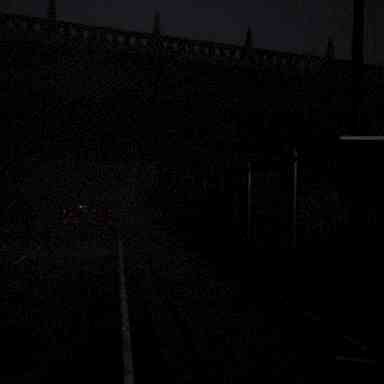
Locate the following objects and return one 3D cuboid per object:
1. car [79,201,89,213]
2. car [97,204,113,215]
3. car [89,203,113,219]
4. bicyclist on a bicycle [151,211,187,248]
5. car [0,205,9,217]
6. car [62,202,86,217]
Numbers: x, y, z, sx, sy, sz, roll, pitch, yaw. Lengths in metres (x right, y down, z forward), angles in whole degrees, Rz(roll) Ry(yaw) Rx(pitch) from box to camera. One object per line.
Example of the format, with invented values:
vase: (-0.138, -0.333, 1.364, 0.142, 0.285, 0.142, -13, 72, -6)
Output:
car: (-16.241, 2.175, 49.070, 2.097, 1.767, 4.553, 2, -2, -13)
car: (-12.742, 2.471, 49.062, 2.033, 1.411, 5.357, 2, -1, -12)
car: (-10.189, 2.068, 38.008, 2.097, 1.767, 4.553, 2, -2, -12)
bicyclist on a bicycle: (-1.011, 1.695, 14.898, 1.656, 1.620, 0.582, 2, -1, -13)
car: (-19.936, 1.912, 33.005, 1.895, 1.301, 4.718, 2, -1, -12)
car: (-14.015, 2.240, 39.252, 1.895, 1.301, 4.718, 2, -1, -13)
